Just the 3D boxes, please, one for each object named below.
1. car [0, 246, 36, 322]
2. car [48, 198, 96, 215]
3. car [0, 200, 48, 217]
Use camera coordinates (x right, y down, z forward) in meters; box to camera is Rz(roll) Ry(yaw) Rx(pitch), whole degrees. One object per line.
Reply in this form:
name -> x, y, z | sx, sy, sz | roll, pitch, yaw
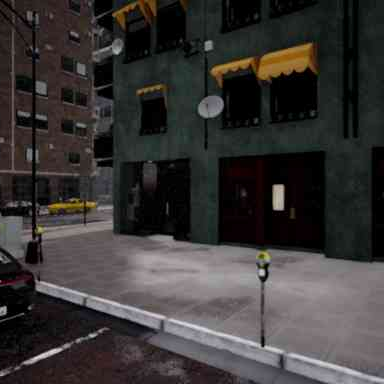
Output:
car -> -4.636, 1.546, 6.178 | 4.403, 1.369, 2.008 | 0, 0, 35
car -> -11.111, 1.229, 30.612 | 1.752, 1.417, 4.829 | 1, 1, 35
car -> -14.200, 1.329, 26.187 | 2.008, 1.369, 4.403 | 1, 1, 35
